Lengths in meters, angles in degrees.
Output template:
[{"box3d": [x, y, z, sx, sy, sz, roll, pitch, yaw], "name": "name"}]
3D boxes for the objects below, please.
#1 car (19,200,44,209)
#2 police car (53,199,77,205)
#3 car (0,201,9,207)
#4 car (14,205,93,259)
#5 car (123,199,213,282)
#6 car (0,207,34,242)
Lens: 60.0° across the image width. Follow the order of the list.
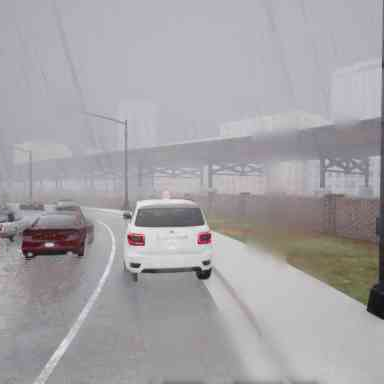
[{"box3d": [-20.297, 1.676, 41.932, 1.994, 1.385, 4.181, -1, 0, -42], "name": "car"}, {"box3d": [-10.855, 1.469, 28.664, 1.930, 1.638, 5.238, 0, 0, -27], "name": "police car"}, {"box3d": [-24.311, 1.770, 41.228, 1.895, 1.301, 4.718, -1, 0, -44], "name": "car"}, {"box3d": [-4.930, 1.489, 12.787, 1.882, 1.535, 5.008, 0, 0, -11], "name": "car"}, {"box3d": [-0.868, 1.218, 10.004, 2.150, 2.045, 5.566, 0, 0, -9], "name": "car"}, {"box3d": [-9.353, 1.636, 16.301, 1.895, 1.301, 4.718, 0, 0, -16], "name": "car"}]
